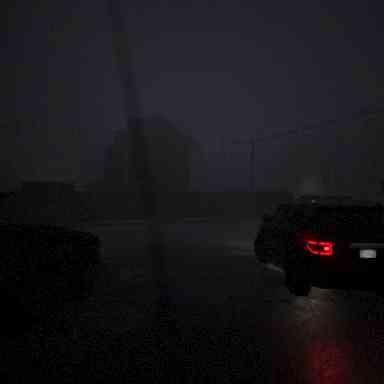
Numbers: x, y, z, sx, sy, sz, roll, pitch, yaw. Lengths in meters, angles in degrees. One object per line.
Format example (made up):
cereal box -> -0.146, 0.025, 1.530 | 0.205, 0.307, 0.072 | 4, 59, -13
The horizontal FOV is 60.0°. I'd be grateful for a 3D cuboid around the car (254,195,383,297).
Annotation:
car -> 3.221, 1.217, 8.726 | 2.150, 2.045, 5.566 | 0, 0, 0
